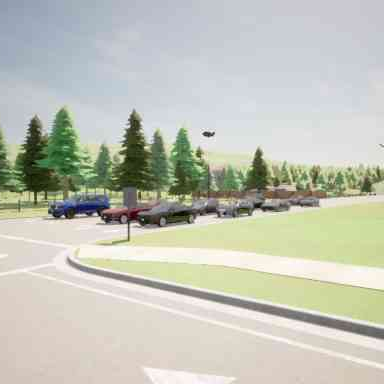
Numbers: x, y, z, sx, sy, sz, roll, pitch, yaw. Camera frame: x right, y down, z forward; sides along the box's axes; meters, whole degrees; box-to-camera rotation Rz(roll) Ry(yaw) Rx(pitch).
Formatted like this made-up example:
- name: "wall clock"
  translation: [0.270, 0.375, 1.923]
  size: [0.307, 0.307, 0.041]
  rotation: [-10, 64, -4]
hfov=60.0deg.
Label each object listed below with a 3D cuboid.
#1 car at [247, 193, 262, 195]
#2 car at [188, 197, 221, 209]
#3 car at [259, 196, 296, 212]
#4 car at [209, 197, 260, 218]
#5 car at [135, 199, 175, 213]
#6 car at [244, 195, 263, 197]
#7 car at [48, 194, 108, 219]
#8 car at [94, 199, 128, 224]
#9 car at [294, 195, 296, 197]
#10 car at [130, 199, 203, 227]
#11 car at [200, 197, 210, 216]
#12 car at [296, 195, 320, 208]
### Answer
- name: "car"
  translation: [10.344, 1.225, 56.861]
  size: [2.150, 2.045, 5.566]
  rotation: [0, 0, 37]
- name: "car"
  translation: [1.810, 1.492, 45.335]
  size: [2.128, 1.511, 4.902]
  rotation: [0, 0, 36]
- name: "car"
  translation: [9.767, 1.547, 38.437]
  size: [2.033, 1.411, 5.357]
  rotation: [0, 0, 36]
- name: "car"
  translation: [3.989, 1.492, 30.558]
  size: [2.128, 1.511, 4.902]
  rotation: [0, 0, 36]
- name: "car"
  translation: [-4.040, 1.526, 37.346]
  size: [1.812, 1.442, 4.674]
  rotation: [0, 0, 36]
- name: "car"
  translation: [7.218, 1.478, 40.872]
  size: [1.882, 1.535, 5.008]
  rotation: [0, 0, 36]
- name: "car"
  translation: [-9.816, 1.221, 29.488]
  size: [2.150, 2.045, 5.566]
  rotation: [0, 0, 37]
- name: "car"
  translation: [-4.498, 1.478, 24.904]
  size: [1.882, 1.535, 5.008]
  rotation: [0, 0, 36]
- name: "car"
  translation: [16.624, 1.351, 53.572]
  size: [2.097, 1.767, 4.553]
  rotation: [0, 0, 37]
- name: "car"
  translation: [-1.627, 1.478, 22.900]
  size: [1.882, 1.535, 5.008]
  rotation: [0, 0, 36]
- name: "car"
  translation: [1.313, 1.547, 32.827]
  size: [2.033, 1.411, 5.357]
  rotation: [0, 0, 37]
- name: "car"
  translation: [17.279, 1.506, 48.600]
  size: [1.837, 1.490, 4.892]
  rotation: [0, 0, 37]
